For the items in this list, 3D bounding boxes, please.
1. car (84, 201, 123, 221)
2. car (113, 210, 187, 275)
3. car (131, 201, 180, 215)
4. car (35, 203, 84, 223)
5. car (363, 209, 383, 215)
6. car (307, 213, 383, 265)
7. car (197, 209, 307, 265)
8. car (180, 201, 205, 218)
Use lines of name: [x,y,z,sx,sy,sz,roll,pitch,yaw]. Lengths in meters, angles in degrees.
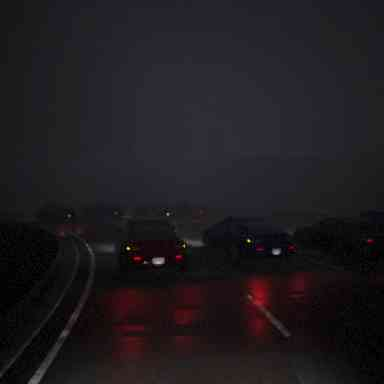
car: [-7.687,1.509,28.009,1.882,1.535,5.008,0,0,-43]
car: [-1.404,1.537,10.486,1.812,1.442,4.674,0,0,-14]
car: [-3.494,1.535,28.598,1.837,1.490,4.892,1,-1,-40]
car: [-10.624,1.556,26.048,1.812,1.442,4.674,0,0,-45]
car: [8.291,1.490,14.490,1.882,1.535,5.008,0,0,-17]
car: [5.417,1.575,11.908,1.994,1.385,4.181,0,0,-15]
car: [1.830,1.538,11.834,1.812,1.442,4.674,0,0,-16]
car: [-0.658,1.558,30.619,1.812,1.442,4.674,0,0,-40]
